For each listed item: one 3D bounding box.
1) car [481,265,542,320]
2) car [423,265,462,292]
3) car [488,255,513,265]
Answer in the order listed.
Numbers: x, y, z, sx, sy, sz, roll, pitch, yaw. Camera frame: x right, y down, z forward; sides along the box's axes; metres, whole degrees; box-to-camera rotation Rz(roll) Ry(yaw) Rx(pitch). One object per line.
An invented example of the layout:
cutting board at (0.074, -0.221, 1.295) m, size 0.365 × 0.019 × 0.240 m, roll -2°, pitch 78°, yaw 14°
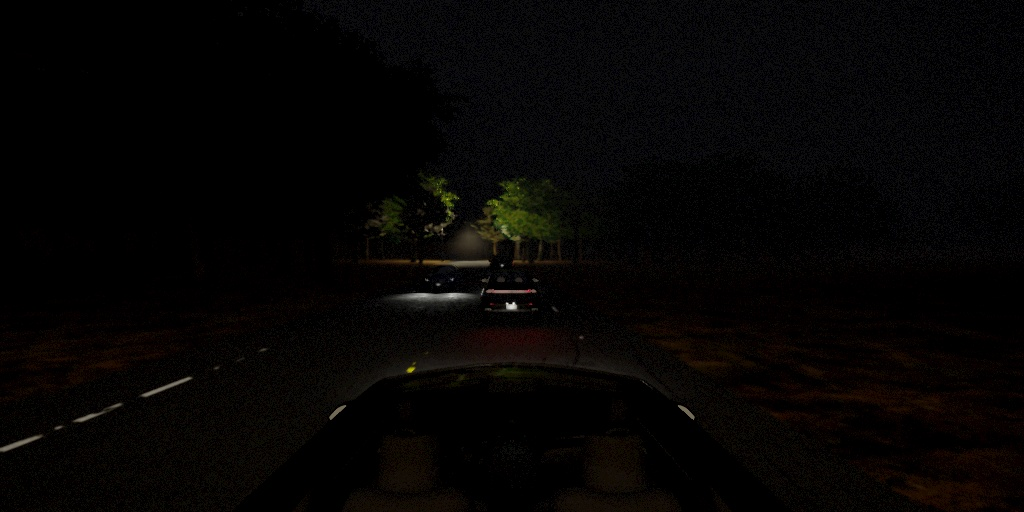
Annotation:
car at (-0.066, 1.228, 12.584) m, size 2.128 × 1.511 × 4.902 m, roll 0°, pitch 0°, yaw -1°
car at (-4.060, 1.261, 21.591) m, size 1.812 × 1.442 × 4.674 m, roll 0°, pitch 0°, yaw -2°
car at (-1.036, 0.930, 34.212) m, size 2.150 × 2.045 × 5.566 m, roll 0°, pitch 0°, yaw -4°
